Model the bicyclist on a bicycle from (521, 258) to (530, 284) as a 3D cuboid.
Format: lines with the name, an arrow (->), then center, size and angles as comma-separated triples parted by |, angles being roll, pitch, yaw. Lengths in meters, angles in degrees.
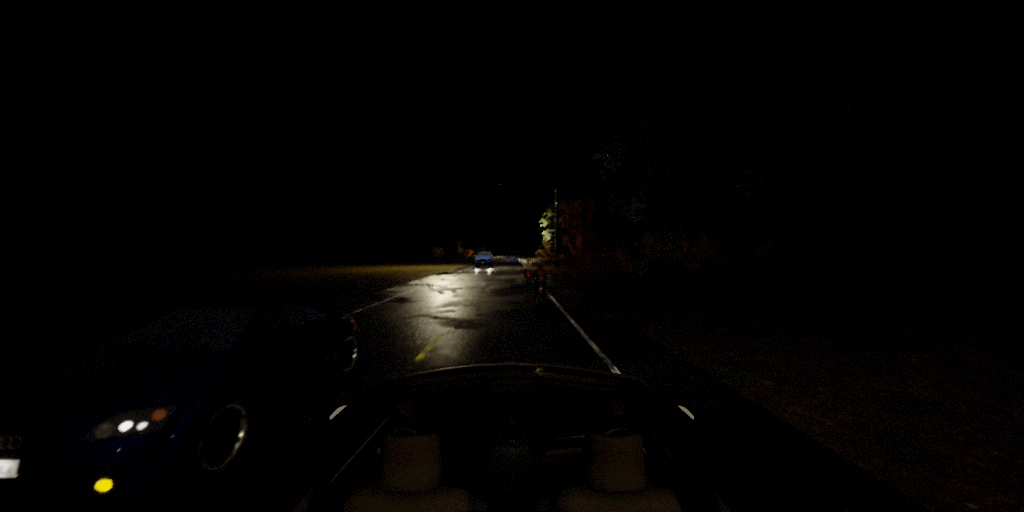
bicyclist on a bicycle -> 0.966, 0.948, 21.788 | 0.866, 1.612, 1.509 | 0, 1, 0

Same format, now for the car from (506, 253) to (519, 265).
car -> 0.085, 0.642, 56.939 | 2.033, 1.411, 5.357 | 0, 1, 0

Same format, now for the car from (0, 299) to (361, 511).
car -> -3.596, 1.281, 4.503 | 1.994, 1.385, 4.181 | 0, 1, 0

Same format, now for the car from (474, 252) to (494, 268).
car -> -3.570, 0.441, 46.367 | 2.150, 2.045, 5.566 | 0, 1, 0

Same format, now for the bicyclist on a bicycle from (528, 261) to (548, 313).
bicyclist on a bicycle -> 0.963, 1.078, 12.242 | 0.582, 1.620, 1.656 | 0, 0, 0
